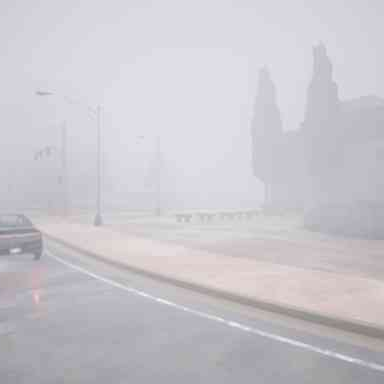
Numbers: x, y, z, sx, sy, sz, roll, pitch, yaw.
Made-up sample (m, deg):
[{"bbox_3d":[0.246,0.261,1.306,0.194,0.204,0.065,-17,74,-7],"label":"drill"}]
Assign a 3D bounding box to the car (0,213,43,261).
[{"bbox_3d":[-6.598,1.484,11.492,2.128,1.511,4.902,0,0,-38],"label":"car"}]
